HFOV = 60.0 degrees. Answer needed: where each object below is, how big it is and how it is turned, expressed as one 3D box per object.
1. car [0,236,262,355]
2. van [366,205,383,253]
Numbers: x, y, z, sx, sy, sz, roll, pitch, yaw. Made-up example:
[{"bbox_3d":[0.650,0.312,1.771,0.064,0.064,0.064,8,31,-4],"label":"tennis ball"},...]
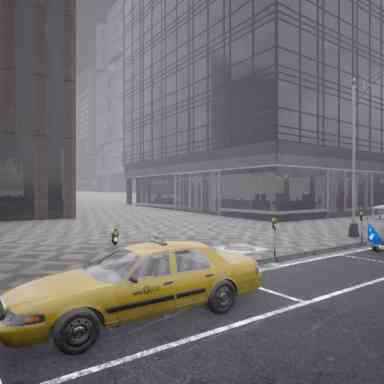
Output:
[{"bbox_3d":[-0.849,1.525,6.042,4.829,1.417,1.752,0,0,-35],"label":"car"},{"bbox_3d":[8.151,1.342,12.446,3.998,1.788,1.690,0,0,-35],"label":"van"}]
